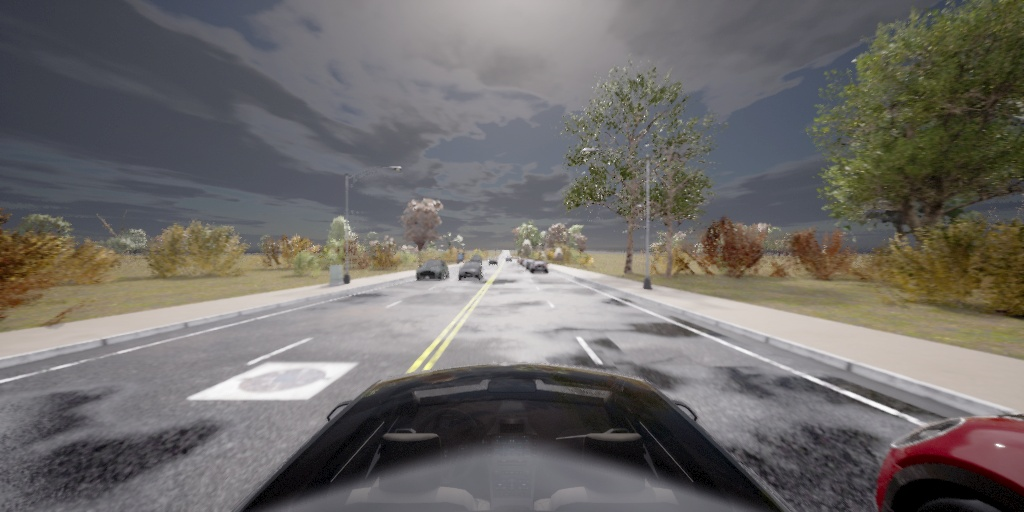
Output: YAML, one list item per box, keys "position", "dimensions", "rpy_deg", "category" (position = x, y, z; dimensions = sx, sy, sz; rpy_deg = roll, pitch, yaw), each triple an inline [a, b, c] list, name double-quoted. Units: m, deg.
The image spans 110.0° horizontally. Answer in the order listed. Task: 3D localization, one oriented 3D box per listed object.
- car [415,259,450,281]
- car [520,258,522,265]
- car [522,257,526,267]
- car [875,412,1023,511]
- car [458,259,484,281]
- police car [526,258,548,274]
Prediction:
- position: [-6.665, 1.093, 30.417]
  dimensions: [2.097, 1.767, 4.553]
  rpy_deg: [0, 0, 0]
  category: "car"
- position: [2.859, 1.228, 64.029]
  dimensions: [1.812, 1.442, 4.674]
  rpy_deg: [0, 0, -1]
  category: "car"
- position: [2.984, 1.210, 53.018]
  dimensions: [2.128, 1.511, 4.902]
  rpy_deg: [0, 0, -1]
  category: "car"
- position: [3.348, 1.101, 0.342]
  dimensions: [2.097, 1.767, 4.553]
  rpy_deg: [0, 0, 0]
  category: "car"
- position: [-3.415, 1.248, 30.477]
  dimensions: [1.837, 1.490, 4.892]
  rpy_deg: [0, 0, 0]
  category: "car"
- position: [3.086, 1.235, 42.008]
  dimensions: [2.038, 1.542, 4.974]
  rpy_deg: [0, 0, 0]
  category: "police car"
